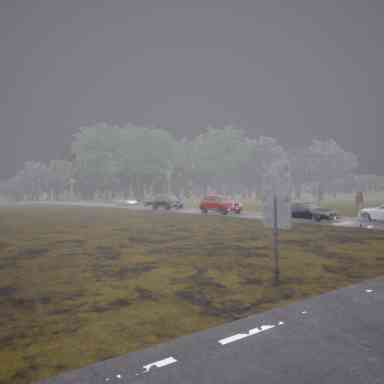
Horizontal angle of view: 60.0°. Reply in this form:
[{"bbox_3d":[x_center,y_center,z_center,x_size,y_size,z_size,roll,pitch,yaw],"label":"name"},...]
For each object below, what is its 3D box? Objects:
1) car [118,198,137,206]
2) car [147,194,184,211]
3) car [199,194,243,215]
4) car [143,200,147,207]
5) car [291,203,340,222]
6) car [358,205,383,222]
[{"bbox_3d":[-12.150,1.850,61.889,1.895,1.301,4.718,-2,0,-36],"label":"car"},{"bbox_3d":[-3.384,1.367,44.865,2.150,2.045,5.566,-2,1,-36],"label":"car"},{"bbox_3d":[2.998,1.306,36.015,2.150,2.045,5.566,-2,1,-35],"label":"car"},{"bbox_3d":[-6.227,1.634,53.765,2.128,1.511,4.902,-2,1,-35],"label":"car"},{"bbox_3d":[9.260,1.606,27.350,2.033,1.411,5.357,-2,1,-36],"label":"car"},{"bbox_3d":[14.806,1.502,24.578,1.812,1.442,4.674,-3,2,-41],"label":"car"}]
